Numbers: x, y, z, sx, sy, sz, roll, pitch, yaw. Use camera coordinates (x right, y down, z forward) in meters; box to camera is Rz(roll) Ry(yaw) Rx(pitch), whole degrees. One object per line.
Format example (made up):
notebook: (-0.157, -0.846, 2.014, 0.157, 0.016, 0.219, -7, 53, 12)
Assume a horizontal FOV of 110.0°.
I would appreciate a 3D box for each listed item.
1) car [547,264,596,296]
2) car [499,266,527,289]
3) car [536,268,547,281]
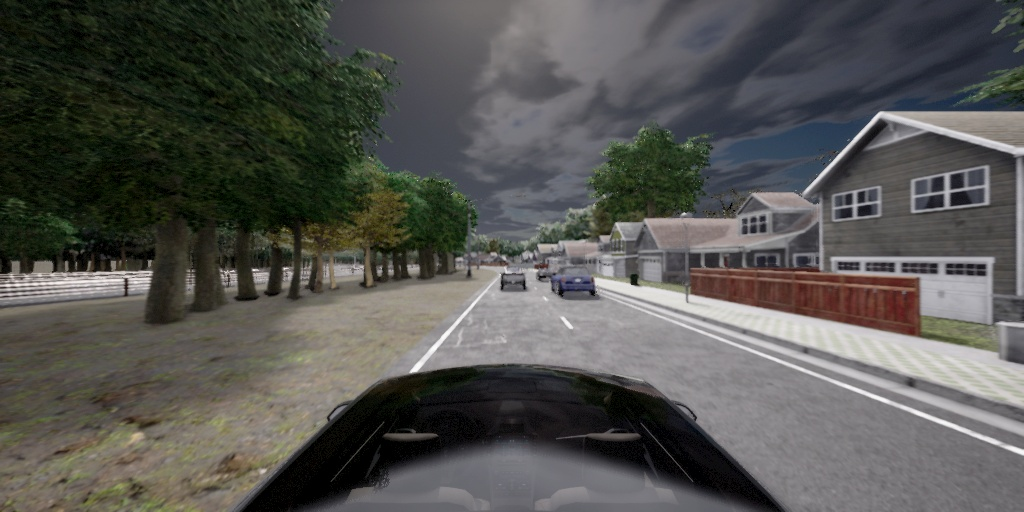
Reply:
car: (3.598, 1.390, 21.804, 2.097, 1.767, 4.553, 0, -1, -1)
car: (0.090, 1.615, 26.808, 2.128, 1.511, 4.902, 0, -1, 0)
car: (3.588, 1.947, 38.488, 1.895, 1.301, 4.718, 0, -1, 0)
